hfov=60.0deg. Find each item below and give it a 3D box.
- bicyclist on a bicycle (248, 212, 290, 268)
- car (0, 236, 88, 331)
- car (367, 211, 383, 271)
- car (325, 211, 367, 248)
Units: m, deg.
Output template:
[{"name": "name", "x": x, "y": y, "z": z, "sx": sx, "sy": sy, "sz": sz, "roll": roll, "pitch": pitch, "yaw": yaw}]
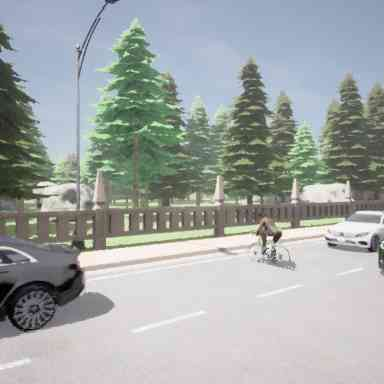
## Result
[{"name": "bicyclist on a bicycle", "x": 2.295, "y": 1.455, "z": 10.152, "sx": 0.582, "sy": 1.620, "sz": 1.656, "roll": 0, "pitch": -2, "yaw": -37}, {"name": "car", "x": -4.197, "y": 1.491, "z": 5.247, "sx": 4.902, "sy": 1.511, "sz": 2.128, "roll": 0, "pitch": 0, "yaw": -37}, {"name": "car", "x": 7.188, "y": 1.351, "z": 9.369, "sx": 4.553, "sy": 1.767, "sz": 2.097, "roll": 0, "pitch": 0, "yaw": -37}, {"name": "car", "x": 7.509, "y": 1.526, "z": 13.954, "sx": 4.674, "sy": 1.442, "sz": 1.812, "roll": 0, "pitch": 0, "yaw": -37}]
